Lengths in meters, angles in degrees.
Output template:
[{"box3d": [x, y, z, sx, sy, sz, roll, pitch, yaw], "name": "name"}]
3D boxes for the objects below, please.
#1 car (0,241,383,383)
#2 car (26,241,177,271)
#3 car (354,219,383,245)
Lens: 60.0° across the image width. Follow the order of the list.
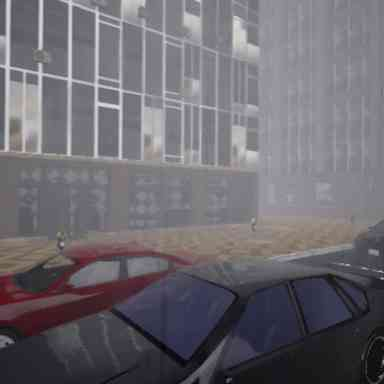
[{"box3d": [0.513, 1.551, 3.735, 5.357, 1.411, 2.033, 0, 0, -35], "name": "car"}, {"box3d": [-1.621, 1.547, 5.408, 4.507, 1.381, 1.887, 0, 0, -35], "name": "car"}, {"box3d": [7.645, 1.584, 12.007, 4.313, 1.339, 1.947, 0, 0, -35], "name": "car"}]
